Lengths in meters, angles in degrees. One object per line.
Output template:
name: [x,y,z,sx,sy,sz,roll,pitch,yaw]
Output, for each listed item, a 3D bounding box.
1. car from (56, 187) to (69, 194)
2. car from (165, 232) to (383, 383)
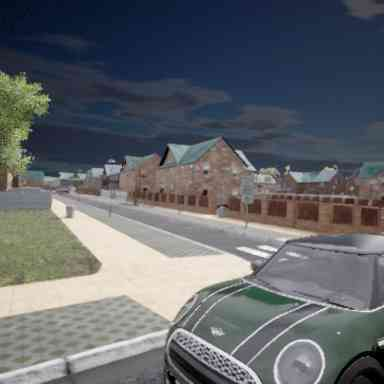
car: [-31.593,-0.383,82.186,2.097,1.767,4.553,2,0,-26]
car: [1.892,1.403,4.376,4.553,1.767,2.097,1,-1,-36]
